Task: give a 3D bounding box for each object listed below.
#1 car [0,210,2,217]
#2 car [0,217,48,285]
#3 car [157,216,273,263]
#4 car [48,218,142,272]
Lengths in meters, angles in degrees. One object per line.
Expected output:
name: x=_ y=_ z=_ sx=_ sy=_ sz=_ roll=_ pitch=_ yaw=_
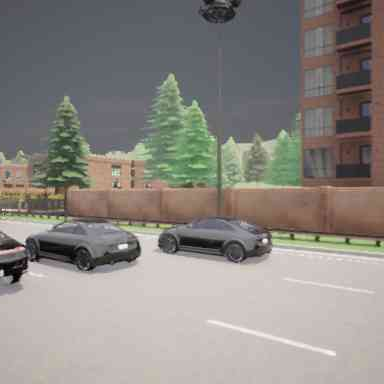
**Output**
car: x=-15.281 y=1.512 z=23.490 sx=4.892 sy=1.490 sz=1.837 roll=0 pitch=0 yaw=35
car: x=-6.015 y=1.494 z=8.284 sx=4.902 sy=1.511 sz=2.128 roll=0 pitch=0 yaw=35
car: x=0.761 y=1.567 z=12.047 sx=4.181 sy=1.385 sz=1.994 roll=0 pitch=0 yaw=36
car: x=-3.647 y=1.567 z=10.893 sx=4.181 sy=1.385 sz=1.994 roll=0 pitch=0 yaw=36
